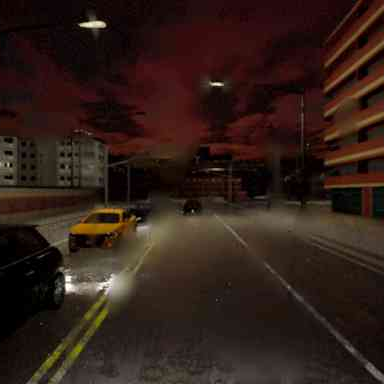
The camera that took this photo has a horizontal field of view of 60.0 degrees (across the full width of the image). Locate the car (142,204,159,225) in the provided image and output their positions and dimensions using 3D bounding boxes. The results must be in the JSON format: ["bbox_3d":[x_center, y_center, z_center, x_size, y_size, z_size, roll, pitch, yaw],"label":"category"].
[{"bbox_3d":[-3.493,1.566,24.073,1.994,1.385,4.181,0,0,0],"label":"car"}]

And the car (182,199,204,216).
[{"bbox_3d":[0.080,1.507,32.934,1.837,1.490,4.892,0,0,0],"label":"car"}]

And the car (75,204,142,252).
[{"bbox_3d":[-3.557,1.479,14.048,1.882,1.535,5.008,0,0,0],"label":"car"}]

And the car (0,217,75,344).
[{"bbox_3d":[-3.581,1.352,4.778,2.097,1.767,4.553,0,0,0],"label":"car"}]
